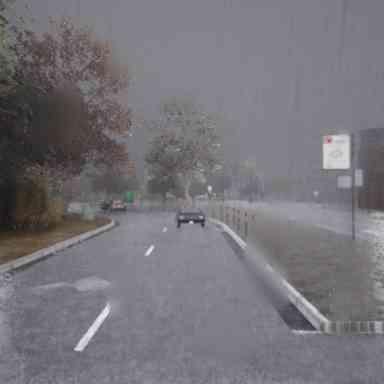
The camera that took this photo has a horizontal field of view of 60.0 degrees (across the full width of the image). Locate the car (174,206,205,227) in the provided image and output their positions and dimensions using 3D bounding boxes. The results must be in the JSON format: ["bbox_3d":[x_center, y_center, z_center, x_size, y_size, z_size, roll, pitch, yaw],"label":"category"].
[{"bbox_3d":[-0.245,1.664,23.574,1.895,1.301,4.718,0,0,-5],"label":"car"}]

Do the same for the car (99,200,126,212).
[{"bbox_3d":[-9.510,1.619,39.580,1.994,1.385,4.181,0,0,-38],"label":"car"}]
